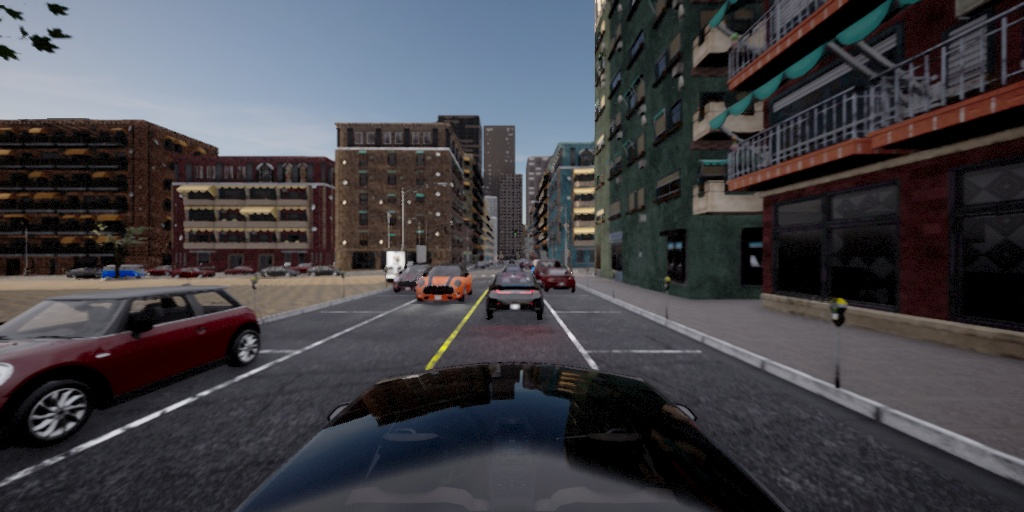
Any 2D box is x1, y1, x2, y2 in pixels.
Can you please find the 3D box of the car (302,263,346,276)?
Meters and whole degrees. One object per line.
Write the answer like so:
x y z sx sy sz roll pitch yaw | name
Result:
-22.391 1.832 43.427 4.403 1.370 2.007 0 0 0 | car

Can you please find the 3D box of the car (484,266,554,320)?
0.095 1.291 12.958 2.128 1.511 4.902 0 0 0 | car

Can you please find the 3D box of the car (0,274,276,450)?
-5.692 1.204 5.021 1.967 1.591 4.097 0 0 0 | car

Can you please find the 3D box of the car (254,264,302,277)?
-27.960 1.913 43.386 4.403 1.370 2.007 0 0 0 | car

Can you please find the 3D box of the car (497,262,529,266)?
0.096 1.434 27.871 1.994 1.385 4.181 0 0 0 | car

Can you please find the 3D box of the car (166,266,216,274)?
-38.389 2.059 43.357 4.507 1.381 1.888 0 0 0 | car

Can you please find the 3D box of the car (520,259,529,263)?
2.693 1.636 65.050 1.802 1.307 4.207 0 0 0 | car

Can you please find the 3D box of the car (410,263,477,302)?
-3.096 1.172 17.280 2.097 1.767 4.553 0 0 0 | car

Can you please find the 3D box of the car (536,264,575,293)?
2.690 1.385 21.601 1.888 1.381 4.507 0 0 0 | car

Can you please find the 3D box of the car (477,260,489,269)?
-5.688 1.620 65.063 1.948 1.339 4.313 0 0 0 | car

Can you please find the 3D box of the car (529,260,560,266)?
2.691 1.181 27.129 2.192 1.841 5.009 0 0 0 | car

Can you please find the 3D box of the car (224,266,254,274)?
-39.160 2.082 51.895 4.207 1.307 1.802 0 0 0 | car

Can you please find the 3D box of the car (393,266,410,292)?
-5.691 1.280 21.603 1.967 1.591 4.097 0 0 0 | car

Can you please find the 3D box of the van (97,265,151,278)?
-46.849 1.978 43.353 3.998 1.789 1.690 0 0 0 | van
